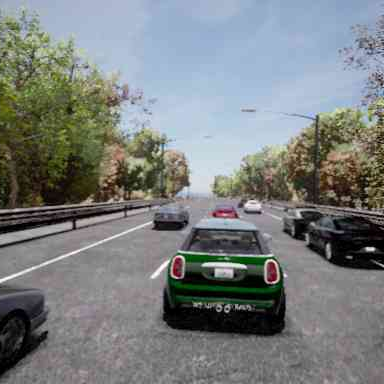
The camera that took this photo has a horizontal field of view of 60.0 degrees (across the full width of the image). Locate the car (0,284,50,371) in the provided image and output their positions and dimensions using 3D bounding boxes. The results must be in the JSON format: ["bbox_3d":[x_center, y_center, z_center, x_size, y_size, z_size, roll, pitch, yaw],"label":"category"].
[{"bbox_3d":[-3.305,1.467,2.607,2.033,1.411,5.357,1,0,6],"label":"car"}]

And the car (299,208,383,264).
[{"bbox_3d":[5.764,1.633,12.753,1.882,1.535,5.008,1,0,6],"label":"car"}]

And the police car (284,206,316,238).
[{"bbox_3d":[6.374,1.606,18.872,1.930,1.638,5.238,1,0,6],"label":"police car"}]

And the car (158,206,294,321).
[{"bbox_3d":[0.753,1.376,7.638,2.097,1.767,4.553,1,0,6],"label":"car"}]

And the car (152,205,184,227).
[{"bbox_3d":[-1.296,1.543,22.225,2.033,1.411,5.357,1,0,5],"label":"car"}]

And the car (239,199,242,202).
[{"bbox_3d":[8.354,1.849,53.879,1.812,1.442,4.674,1,0,4],"label":"car"}]

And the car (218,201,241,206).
[{"bbox_3d":[2.627,1.668,26.606,1.994,1.385,4.181,1,0,5],"label":"car"}]

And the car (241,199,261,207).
[{"bbox_3d":[7.277,1.781,40.055,1.812,1.442,4.674,1,0,5],"label":"car"}]
